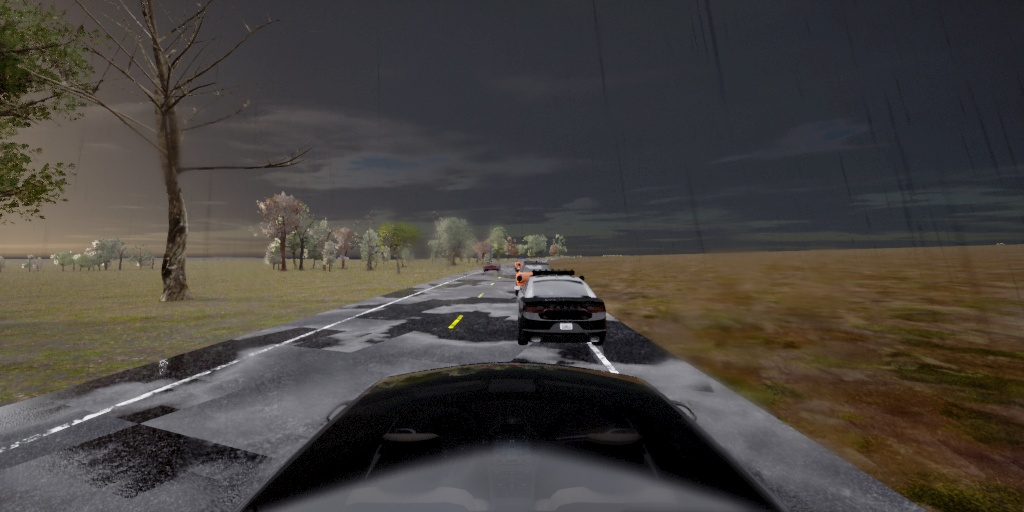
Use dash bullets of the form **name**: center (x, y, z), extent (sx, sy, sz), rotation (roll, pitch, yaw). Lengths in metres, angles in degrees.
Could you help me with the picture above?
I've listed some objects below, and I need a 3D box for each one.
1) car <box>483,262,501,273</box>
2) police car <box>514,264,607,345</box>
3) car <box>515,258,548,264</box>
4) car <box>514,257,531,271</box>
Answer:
- **car**: center (-2.385, 1.345, 43.999), extent (1.895, 1.301, 4.718), rotation (0, 0, 3)
- **police car**: center (1.088, 1.175, 9.609), extent (1.930, 1.638, 5.238), rotation (0, 0, 1)
- **car**: center (1.244, 1.101, 19.434), extent (2.097, 1.767, 4.553), rotation (0, 0, 1)
- **car**: center (1.530, 1.092, 50.749), extent (2.097, 1.767, 4.553), rotation (0, 0, 4)
